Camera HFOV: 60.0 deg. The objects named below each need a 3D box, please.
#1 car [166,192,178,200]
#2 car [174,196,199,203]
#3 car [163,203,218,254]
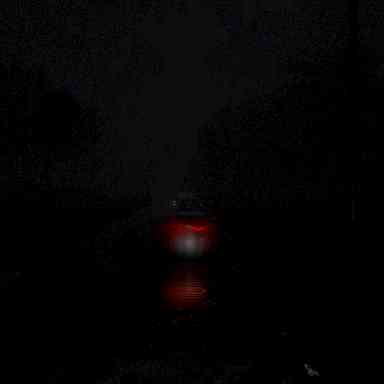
[{"bbox_3d":[-3.534,0.697,59.610,2.128,1.511,4.902,0,1,0],"label":"car"},{"bbox_3d":[-0.188,1.278,26.092,2.033,1.411,5.357,0,1,0],"label":"car"},{"bbox_3d":[-0.064,1.368,12.837,1.837,1.490,4.892,0,0,0],"label":"car"}]
